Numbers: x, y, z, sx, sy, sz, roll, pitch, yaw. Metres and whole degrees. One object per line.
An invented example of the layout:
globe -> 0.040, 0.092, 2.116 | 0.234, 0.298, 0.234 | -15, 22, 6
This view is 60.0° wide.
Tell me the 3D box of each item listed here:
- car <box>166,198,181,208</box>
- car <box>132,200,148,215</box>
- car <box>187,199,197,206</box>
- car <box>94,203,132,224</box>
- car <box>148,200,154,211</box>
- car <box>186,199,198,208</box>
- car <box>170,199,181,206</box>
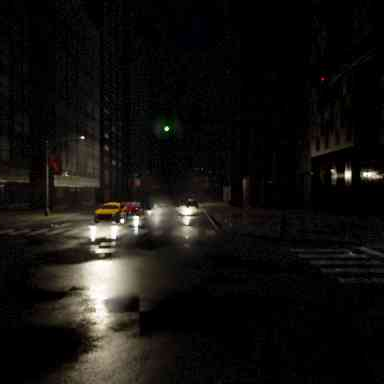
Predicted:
car -> -3.208, 1.780, 56.844 | 2.097, 1.767, 4.553 | 0, 0, 0
car -> -6.567, 1.882, 37.374 | 1.895, 1.301, 4.718 | 0, 0, 0
car -> 0.050, 2.068, 66.908 | 1.994, 1.385, 4.181 | 0, 0, 0
car -> -6.569, 1.683, 27.373 | 1.882, 1.535, 5.008 | 0, 0, 0
car -> -6.554, 1.838, 47.837 | 1.882, 1.535, 5.008 | 0, 0, 0
car -> 0.041, 1.917, 56.488 | 2.128, 1.511, 4.902 | 0, 0, 0
car -> -3.200, 2.068, 66.910 | 1.994, 1.385, 4.181 | 0, 0, 0
